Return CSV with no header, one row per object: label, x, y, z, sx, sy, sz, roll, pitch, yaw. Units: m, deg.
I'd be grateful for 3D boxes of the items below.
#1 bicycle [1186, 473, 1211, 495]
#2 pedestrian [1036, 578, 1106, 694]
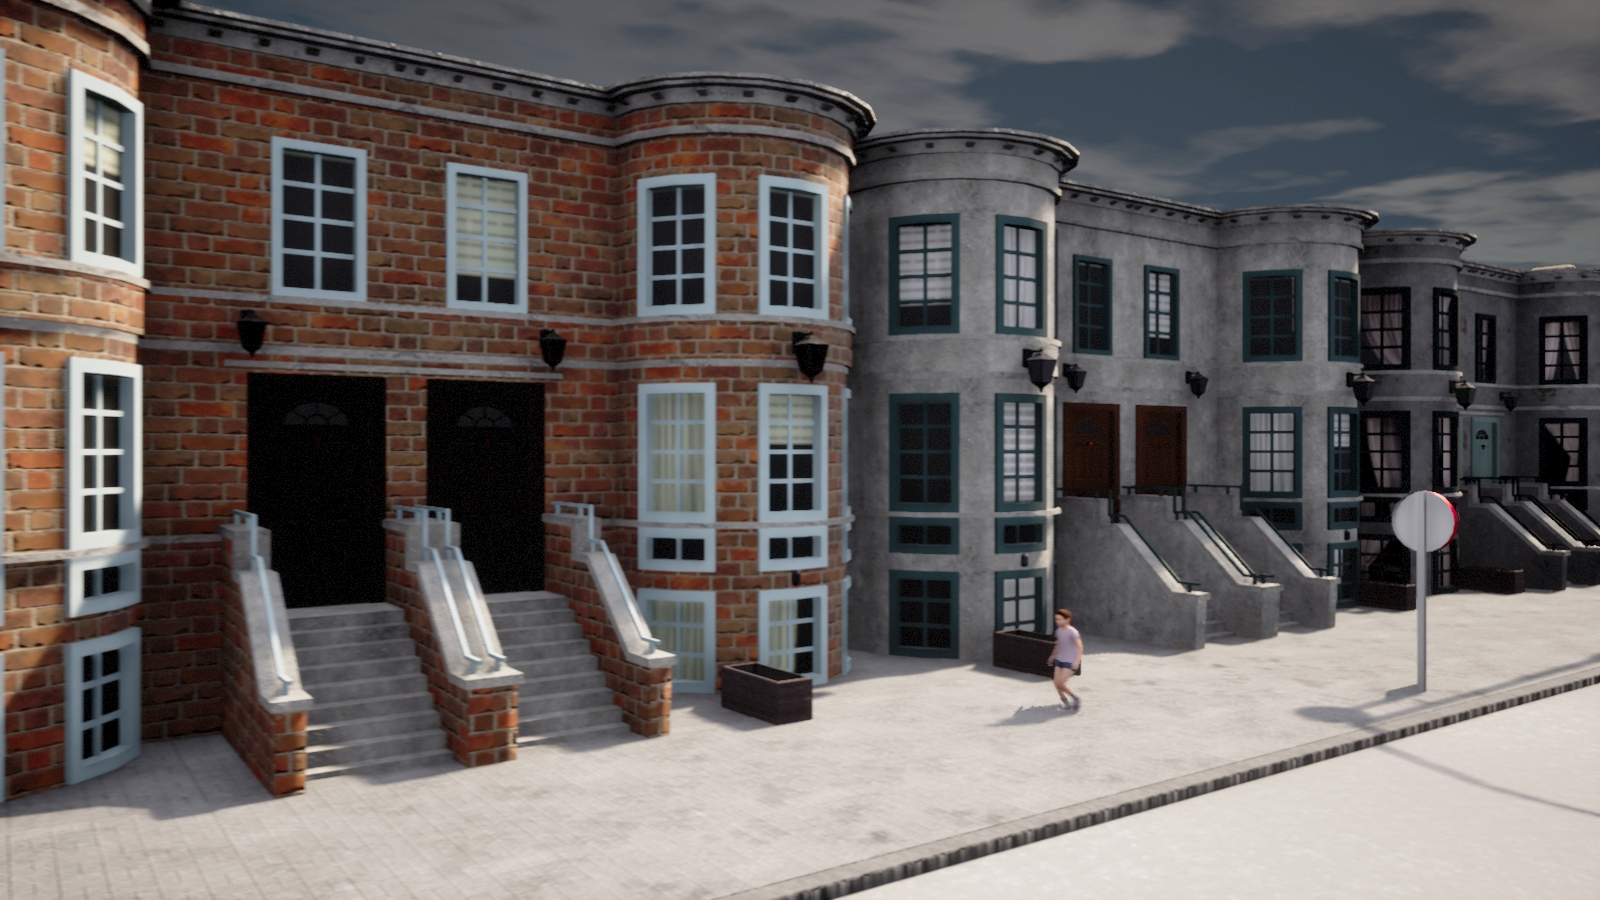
bicycle,23.440,1.984,67.203,1.835,1.271,0.329,0,0,-34
pedestrian,2.808,1.912,11.842,0.500,1.100,0.500,0,0,-27
